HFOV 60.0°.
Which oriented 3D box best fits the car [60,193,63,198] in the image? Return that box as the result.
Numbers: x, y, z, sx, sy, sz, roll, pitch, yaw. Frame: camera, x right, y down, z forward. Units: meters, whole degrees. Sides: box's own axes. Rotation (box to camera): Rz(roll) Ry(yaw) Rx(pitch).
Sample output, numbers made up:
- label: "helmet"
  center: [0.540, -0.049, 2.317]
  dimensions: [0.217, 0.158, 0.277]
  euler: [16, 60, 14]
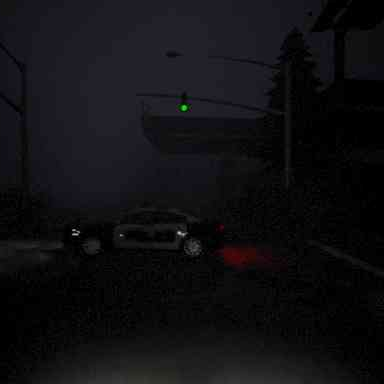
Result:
- label: "car"
  center: [-23.561, 0.422, 55.889]
  dimensions: [3.633, 1.501, 1.845]
  euler: [0, 1, 0]

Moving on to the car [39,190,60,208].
- label: "car"
  center: [-15.892, 0.824, 33.462]
  dimensions: [3.806, 1.475, 1.970]
  euler: [0, 1, 0]

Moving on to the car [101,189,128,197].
- label: "car"
  center: [-15.857, 0.230, 67.714]
  dimensions: [5.027, 1.636, 2.152]
  euler: [0, 1, 0]

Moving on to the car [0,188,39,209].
- label: "car"
  center: [-16.511, 0.596, 30.134]
  dimensions: [3.866, 1.878, 1.905]
  euler: [0, 1, 0]

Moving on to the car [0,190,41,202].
- label: "car"
  center: [-23.628, 0.565, 45.897]
  dimensions: [4.514, 1.523, 2.007]
  euler: [0, 1, 0]

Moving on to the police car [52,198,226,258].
- label: "police car"
  center: [-1.499, 1.167, 10.937]
  dimensions: [5.238, 1.638, 1.930]
  euler: [1, 1, 0]

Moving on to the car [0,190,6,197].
- label: "car"
  center: [-41.936, 0.248, 70.907]
  dimensions: [3.633, 1.501, 1.845]
  euler: [0, 1, 0]

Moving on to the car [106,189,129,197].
- label: "car"
  center: [-15.902, 0.187, 70.851]
  dimensions: [4.514, 1.523, 2.007]
  euler: [0, 1, 0]

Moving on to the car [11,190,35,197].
- label: "car"
  center: [-34.522, 0.300, 67.909]
  dimensions: [3.806, 1.475, 1.970]
  euler: [0, 1, 0]
